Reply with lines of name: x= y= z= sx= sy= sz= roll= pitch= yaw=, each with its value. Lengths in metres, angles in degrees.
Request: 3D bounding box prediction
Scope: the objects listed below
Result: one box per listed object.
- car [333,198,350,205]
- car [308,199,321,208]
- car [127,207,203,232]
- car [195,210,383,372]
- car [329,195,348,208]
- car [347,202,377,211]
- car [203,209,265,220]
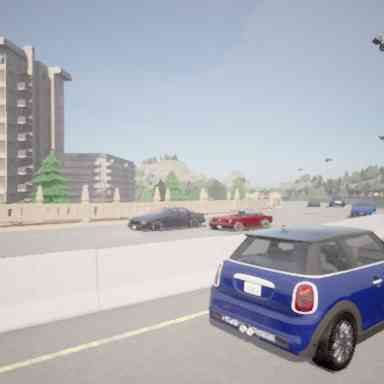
car: x=31.124 y=2.006 z=69.513 sx=2.033 sy=1.411 sz=5.357 roll=-1 pitch=-1 yaw=10
car: x=20.832 y=1.881 z=56.542 sx=1.882 sy=1.535 sz=5.008 roll=0 pitch=-1 yaw=19
car: x=-1.429 y=1.671 z=21.235 sx=5.357 sy=1.411 sz=2.033 roll=0 pitch=-1 yaw=-43
car: x=2.522 y=1.378 z=5.976 sx=4.553 sy=1.767 sz=2.097 roll=0 pitch=0 yaw=-38
car: x=24.356 y=1.600 z=55.951 sx=2.150 sy=2.045 sz=5.566 roll=0 pitch=-1 yaw=19
car: x=16.558 y=1.662 z=31.967 sx=1.882 sy=1.535 sz=5.008 roll=0 pitch=-1 yaw=33
car: x=3.138 y=1.720 z=20.885 sx=1.895 sy=1.301 sz=4.718 roll=0 pitch=-1 yaw=44
